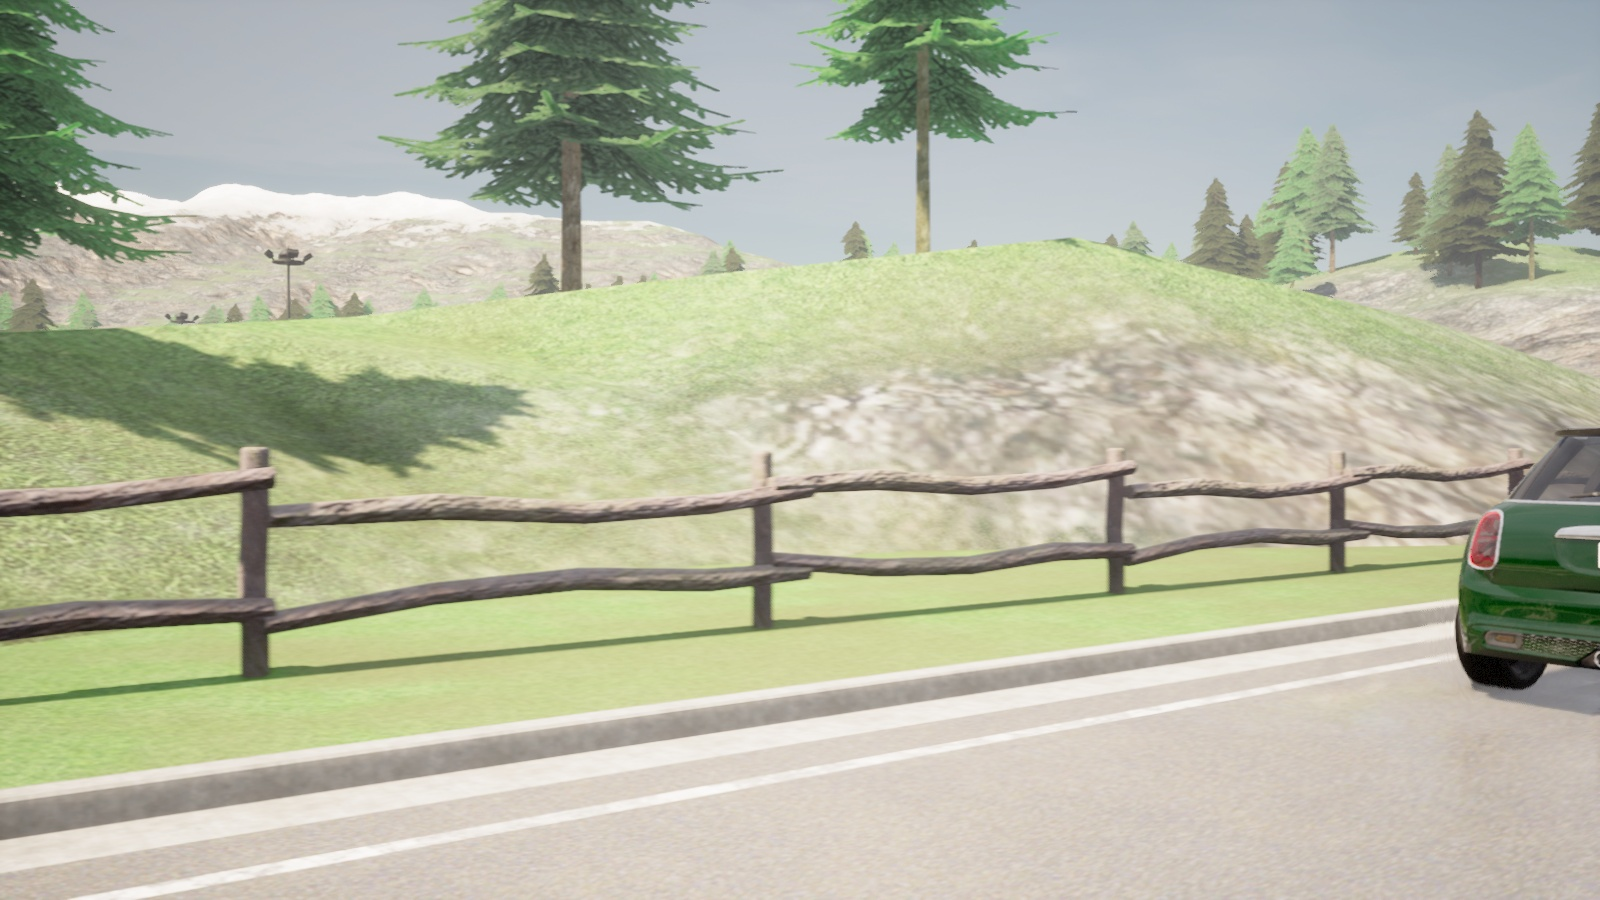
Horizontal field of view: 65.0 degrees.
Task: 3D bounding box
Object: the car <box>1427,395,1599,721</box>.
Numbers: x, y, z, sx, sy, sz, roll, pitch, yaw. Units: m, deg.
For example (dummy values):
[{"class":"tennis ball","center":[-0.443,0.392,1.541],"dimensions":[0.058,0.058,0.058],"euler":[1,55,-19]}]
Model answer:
[{"class":"car","center":[6.256,0.576,8.015],"dimensions":[4.553,1.767,2.097],"euler":[0,0,-35]}]
